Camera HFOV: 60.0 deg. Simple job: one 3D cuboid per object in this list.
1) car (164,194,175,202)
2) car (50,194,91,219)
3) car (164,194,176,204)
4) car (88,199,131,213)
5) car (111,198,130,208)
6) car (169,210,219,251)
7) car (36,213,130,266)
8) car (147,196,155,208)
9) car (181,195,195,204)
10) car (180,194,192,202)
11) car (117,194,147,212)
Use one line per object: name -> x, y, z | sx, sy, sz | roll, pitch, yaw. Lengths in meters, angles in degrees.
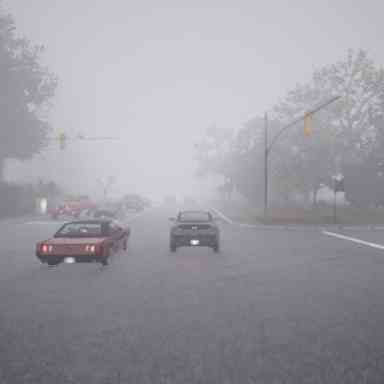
car -> -4.754, 1.240, 70.694 | 2.097, 1.767, 4.553 | 0, 0, -7
car -> -10.601, 1.244, 29.749 | 2.150, 2.045, 5.566 | 0, 0, 0
car -> -4.002, 1.298, 60.623 | 2.097, 1.767, 4.553 | 0, 0, -4
car -> -7.102, 1.570, 29.221 | 2.033, 1.411, 5.357 | 0, 0, 0
car -> -10.618, 1.598, 49.719 | 1.895, 1.301, 4.718 | 0, 0, -1
car -> 0.098, 1.516, 14.155 | 1.837, 1.490, 4.892 | 0, 0, 0
car -> -3.402, 1.610, 11.475 | 1.895, 1.301, 4.718 | 0, 0, 0
car -> -7.114, 1.476, 49.588 | 1.882, 1.535, 5.008 | 0, 0, -1
car -> -0.529, 1.508, 61.170 | 1.994, 1.385, 4.181 | 0, 0, -4
car -> -1.266, 1.257, 71.051 | 2.033, 1.411, 5.357 | 0, 0, -7
car -> -7.060, 1.243, 39.399 | 2.150, 2.045, 5.566 | 0, 0, -1
